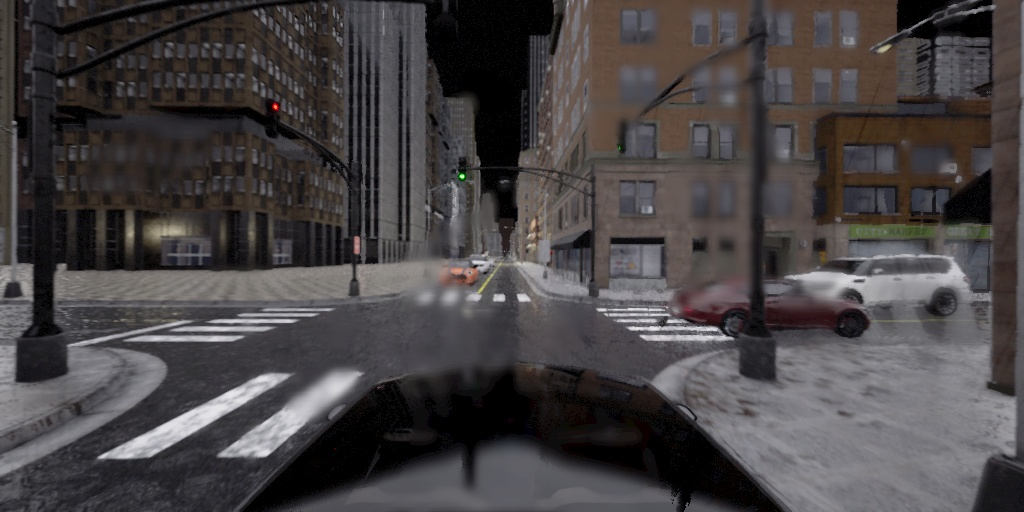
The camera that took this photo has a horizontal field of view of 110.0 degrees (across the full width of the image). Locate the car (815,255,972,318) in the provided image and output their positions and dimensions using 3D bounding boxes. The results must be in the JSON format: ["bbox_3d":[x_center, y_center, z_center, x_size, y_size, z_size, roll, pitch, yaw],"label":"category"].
[{"bbox_3d":[12.712,0.994,12.779,5.566,2.045,2.150,0,0,-1],"label":"car"}]

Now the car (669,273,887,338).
[{"bbox_3d":[6.678,1.285,9.553,4.674,1.442,1.812,0,0,-1],"label":"car"}]

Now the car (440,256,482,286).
[{"bbox_3d":[-3.427,1.035,24.111,2.097,1.767,4.553,0,0,-1],"label":"car"}]

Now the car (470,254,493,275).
[{"bbox_3d":[-3.598,0.864,37.943,2.150,2.045,5.566,0,1,1],"label":"car"}]

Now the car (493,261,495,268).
[{"bbox_3d":[-3.818,1.120,58.594,1.812,1.442,4.674,0,0,-1],"label":"car"}]
